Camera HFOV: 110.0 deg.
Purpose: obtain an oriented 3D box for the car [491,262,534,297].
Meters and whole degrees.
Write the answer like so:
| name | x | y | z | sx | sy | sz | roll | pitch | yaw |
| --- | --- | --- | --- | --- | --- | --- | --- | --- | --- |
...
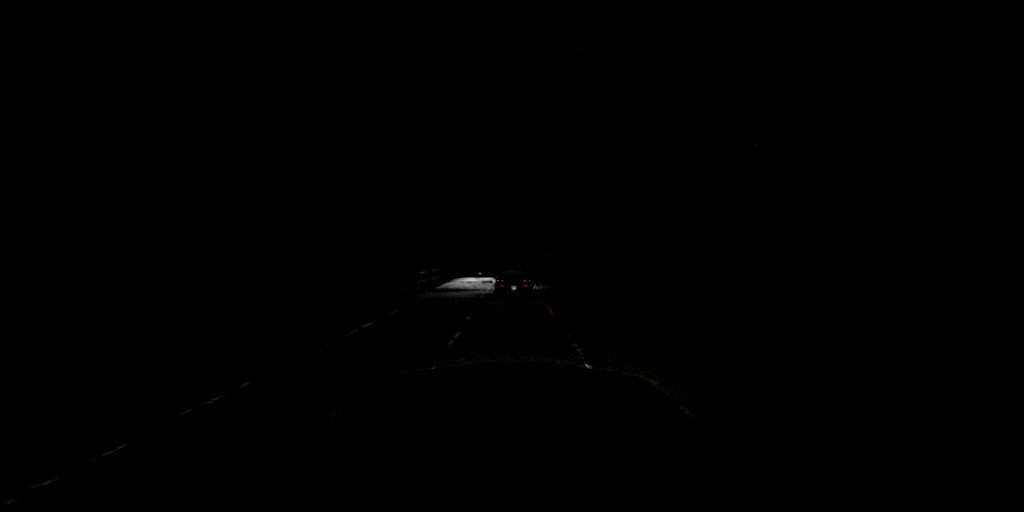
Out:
| name | x | y | z | sx | sy | sz | roll | pitch | yaw |
| --- | --- | --- | --- | --- | --- | --- | --- | --- | --- |
| car | 0.092 | 1.197 | 18.091 | 1.812 | 1.442 | 4.674 | 0 | 0 | 0 |

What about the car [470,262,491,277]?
| name | x | y | z | sx | sy | sz | roll | pitch | yaw |
| --- | --- | --- | --- | --- | --- | --- | --- | --- | --- |
| car | -2.760 | 1.197 | 33.266 | 1.895 | 1.301 | 4.718 | 0 | 0 | 0 |
